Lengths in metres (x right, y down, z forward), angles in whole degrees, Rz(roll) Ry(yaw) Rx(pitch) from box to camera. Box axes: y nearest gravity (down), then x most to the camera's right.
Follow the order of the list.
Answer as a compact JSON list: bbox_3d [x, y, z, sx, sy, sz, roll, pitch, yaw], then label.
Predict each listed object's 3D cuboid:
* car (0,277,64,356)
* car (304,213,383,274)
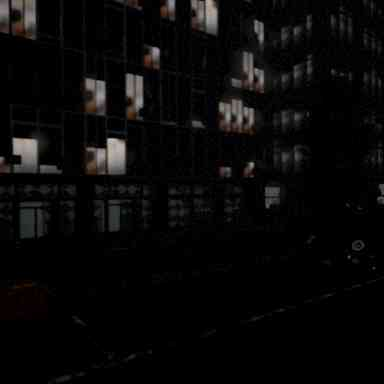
[{"bbox_3d":[-4.044,1.527,3.684,4.829,1.417,1.752,0,0,-36],"label":"car"},{"bbox_3d":[5.347,1.427,10.385,4.097,1.590,1.967,0,0,-35],"label":"car"}]
